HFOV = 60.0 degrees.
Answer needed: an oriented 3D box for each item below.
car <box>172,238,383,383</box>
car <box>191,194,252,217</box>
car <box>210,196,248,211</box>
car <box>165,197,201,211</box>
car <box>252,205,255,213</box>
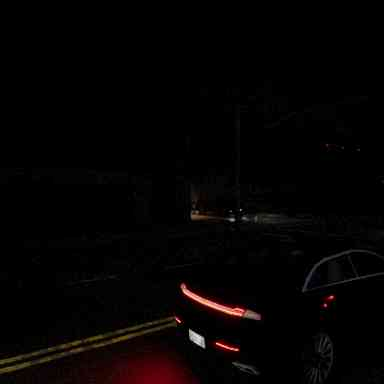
[{"bbox_3d":[2.031,1.492,5.279,4.902,1.511,2.128,0,0,-35],"label":"car"},{"bbox_3d":[2.607,1.221,31.326,2.150,2.045,5.566,0,0,-36],"label":"car"},{"bbox_3d":[4.481,1.352,40.850,2.097,1.767,4.553,0,0,-37],"label":"car"},{"bbox_3d":[-1.215,1.492,42.289,2.128,1.511,4.902,0,0,-37],"label":"car"},{"bbox_3d":[4.325,1.478,34.869,1.882,1.535,5.008,0,0,-37],"label":"car"}]
